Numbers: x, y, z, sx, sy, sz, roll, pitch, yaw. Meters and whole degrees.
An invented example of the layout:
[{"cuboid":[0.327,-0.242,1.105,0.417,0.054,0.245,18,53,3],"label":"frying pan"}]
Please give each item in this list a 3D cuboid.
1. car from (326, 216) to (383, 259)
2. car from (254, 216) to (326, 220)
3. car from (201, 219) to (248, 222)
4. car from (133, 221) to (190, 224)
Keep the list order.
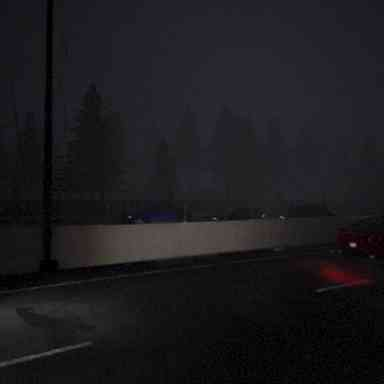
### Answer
[{"cuboid":[7.425,1.595,11.944,5.008,1.535,1.882,1,0,-27],"label":"car"},{"cuboid":[6.111,1.477,19.297,4.553,1.767,2.097,1,0,-25],"label":"car"},{"cuboid":[2.849,1.622,21.608,4.674,1.442,1.812,1,0,-27],"label":"car"},{"cuboid":[-2.425,1.518,22.745,5.008,1.535,1.882,1,0,-28],"label":"car"}]
